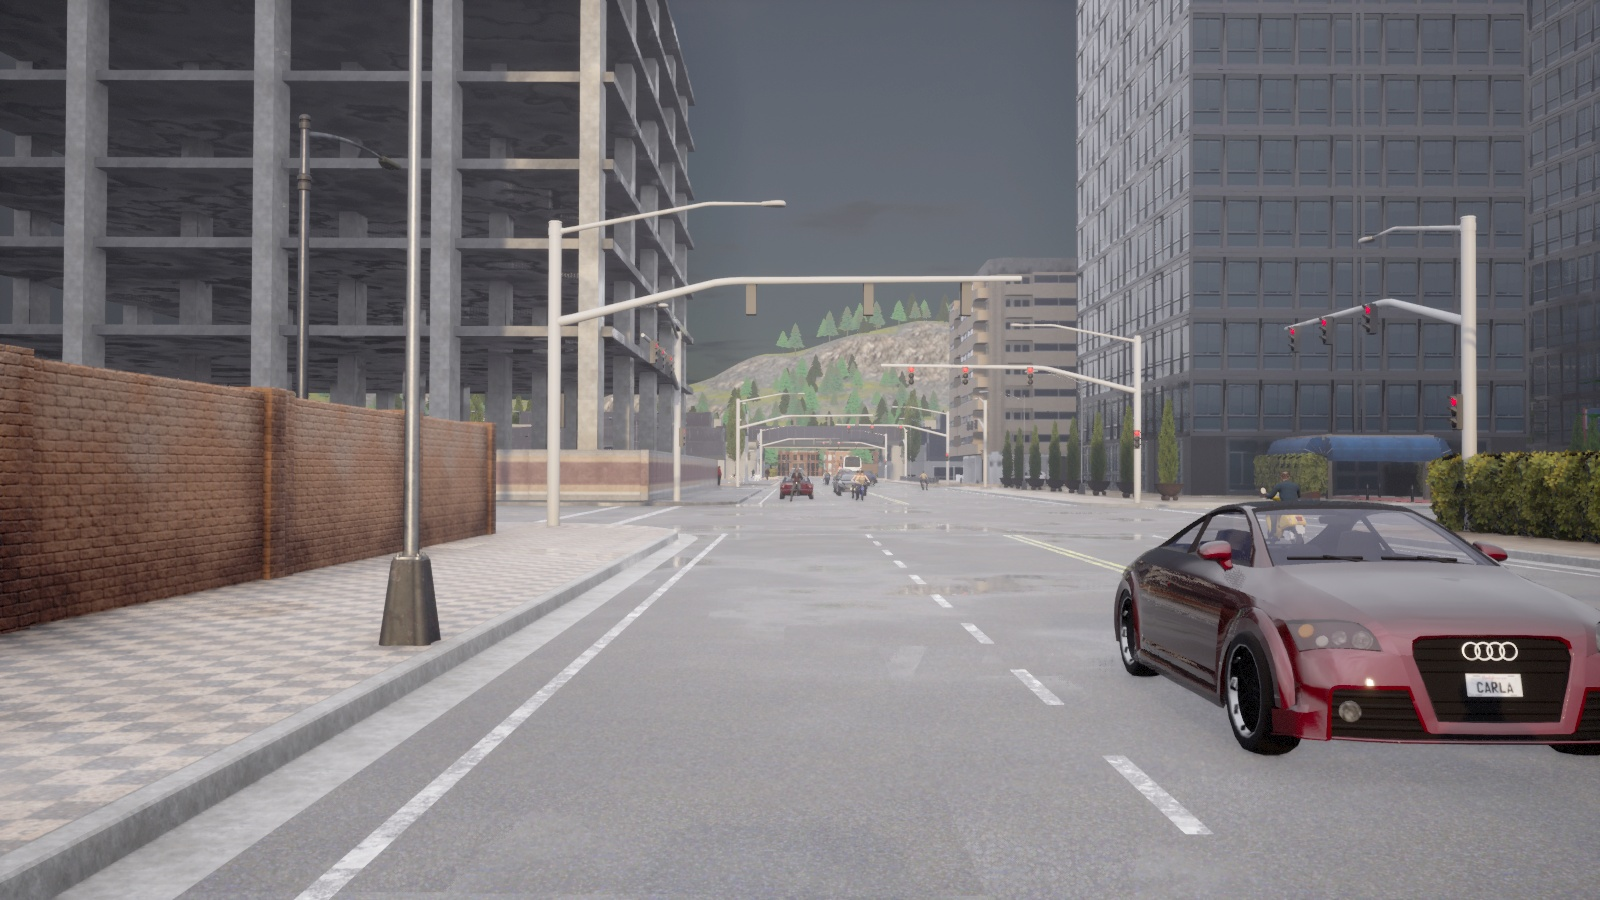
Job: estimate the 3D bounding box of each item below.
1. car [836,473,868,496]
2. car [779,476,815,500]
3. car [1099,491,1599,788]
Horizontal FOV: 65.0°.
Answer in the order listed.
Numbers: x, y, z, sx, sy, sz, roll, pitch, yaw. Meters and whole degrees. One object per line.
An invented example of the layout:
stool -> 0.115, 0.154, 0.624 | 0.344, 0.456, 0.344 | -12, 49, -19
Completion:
car -> 3.309, 2.182, 80.916 | 1.812, 1.442, 4.674 | 0, -1, 0
car -> -0.164, 2.091, 70.149 | 1.895, 1.301, 4.718 | 0, -1, 0
car -> 3.480, 1.004, 8.286 | 1.994, 1.385, 4.181 | 0, -1, 0
